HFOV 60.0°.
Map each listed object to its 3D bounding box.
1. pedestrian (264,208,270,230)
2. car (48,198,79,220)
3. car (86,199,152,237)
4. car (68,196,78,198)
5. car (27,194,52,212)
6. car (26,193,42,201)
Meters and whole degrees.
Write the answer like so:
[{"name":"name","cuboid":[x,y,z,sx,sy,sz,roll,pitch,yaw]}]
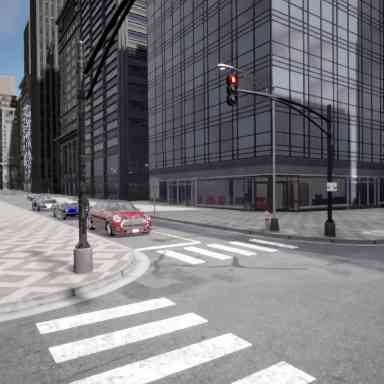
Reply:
[{"name":"pedestrian","cuboid":[3.896,1.373,17.267,0.500,1.100,0.500,0,0,-34]},{"name":"car","cuboid":[-9.597,1.389,26.075,1.895,1.301,4.718,-1,1,-34]},{"name":"car","cuboid":[-3.928,1.233,17.689,2.097,1.767,4.553,-1,1,-34]},{"name":"car","cuboid":[-12.660,1.157,36.297,1.837,1.490,4.892,-1,1,-34]},{"name":"car","cuboid":[-15.410,1.178,34.672,2.128,1.511,4.902,-1,1,-34]},{"name":"car","cuboid":[-28.153,0.928,59.165,1.895,1.301,4.718,-1,1,-34]}]
